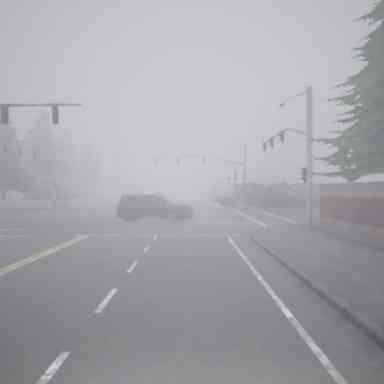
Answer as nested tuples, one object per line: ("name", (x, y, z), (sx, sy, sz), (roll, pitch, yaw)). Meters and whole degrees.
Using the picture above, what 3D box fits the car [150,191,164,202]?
("car", (-7.003, 0.914, 67.043), (2.150, 2.045, 5.566), (0, 1, 0))

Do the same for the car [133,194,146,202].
("car", (-10.504, 1.169, 67.077), (1.882, 1.535, 5.008), (0, 1, 0))

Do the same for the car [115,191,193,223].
("car", (-2.727, 1.169, 24.045), (5.566, 2.045, 2.150), (0, 2, 9))

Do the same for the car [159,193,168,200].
("car", (-7.003, 1.052, 82.760), (1.882, 1.535, 5.008), (0, 0, 0))

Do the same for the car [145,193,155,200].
("car", (-10.503, 1.052, 82.760), (1.882, 1.535, 5.008), (0, 0, 0))
